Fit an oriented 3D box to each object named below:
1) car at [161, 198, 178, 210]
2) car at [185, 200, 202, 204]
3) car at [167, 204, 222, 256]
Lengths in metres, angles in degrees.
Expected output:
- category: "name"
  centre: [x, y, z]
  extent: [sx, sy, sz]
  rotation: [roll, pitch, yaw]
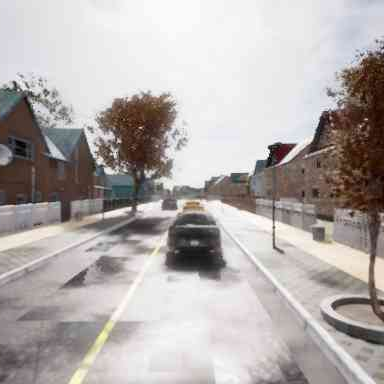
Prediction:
- category: "car"
  centre: [-2.821, 1.509, 42.482]
  extent: [1.882, 1.535, 5.008]
  rotation: [0, 0, 0]
- category: "car"
  centre: [0.105, 1.473, 29.706]
  extent: [1.882, 1.535, 5.008]
  rotation: [0, 0, 0]
- category: "car"
  centre: [0.092, 1.465, 13.077]
  extent: [1.882, 1.535, 5.008]
  rotation: [0, 0, 0]
